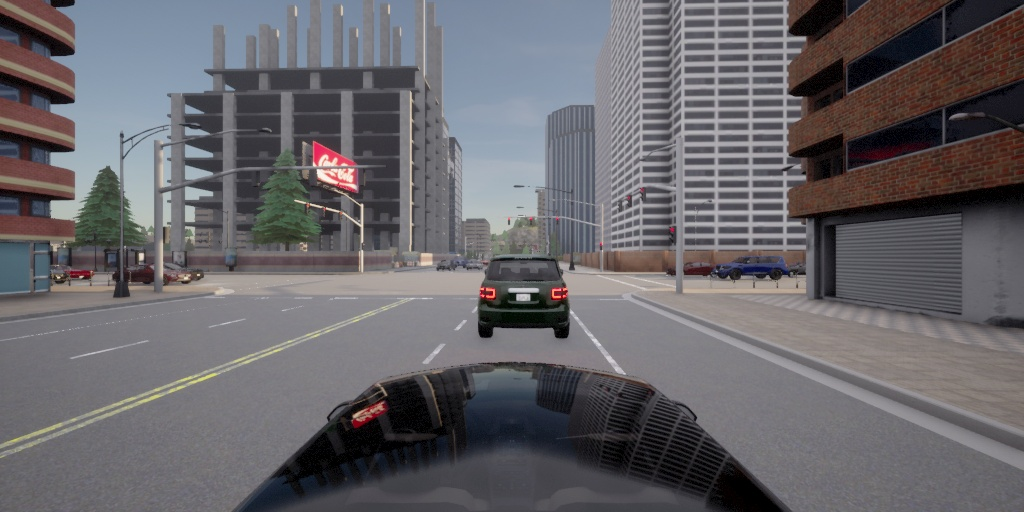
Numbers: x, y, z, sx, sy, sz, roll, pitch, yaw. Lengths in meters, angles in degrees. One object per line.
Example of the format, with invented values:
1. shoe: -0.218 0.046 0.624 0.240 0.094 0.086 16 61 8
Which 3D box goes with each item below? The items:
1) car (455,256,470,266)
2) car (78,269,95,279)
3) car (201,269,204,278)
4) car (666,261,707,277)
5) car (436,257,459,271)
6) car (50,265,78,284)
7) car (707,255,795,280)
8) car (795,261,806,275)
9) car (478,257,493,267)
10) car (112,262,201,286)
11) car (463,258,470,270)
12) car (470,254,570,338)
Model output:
1. car: -8.501 0.972 58.483 2.150 2.045 5.566 0 0 1
2. car: -36.499 1.351 28.630 4.718 1.301 1.895 0 0 2
3. car: -27.207 1.228 28.327 5.008 1.535 1.882 0 0 2
4. car: 17.306 1.228 34.083 5.008 1.535 1.882 0 0 2
5. car: -8.885 1.255 48.534 1.837 1.490 4.892 0 0 2
6. car: -34.010 1.255 25.046 4.892 1.490 1.837 0 0 2
7. car: 20.222 0.971 30.490 5.566 2.045 2.150 0 0 2
8. car: 27.236 1.241 33.751 4.902 1.511 2.128 0 0 2
9. car: -4.743 1.101 64.453 2.097 1.767 4.553 0 0 3
10. car: -24.764 1.276 24.746 4.674 1.442 1.812 0 0 2
11. car: -5.282 1.351 51.169 1.895 1.301 4.718 0 0 2
12. car: 0.338 0.971 10.294 2.150 2.045 5.566 0 0 2
